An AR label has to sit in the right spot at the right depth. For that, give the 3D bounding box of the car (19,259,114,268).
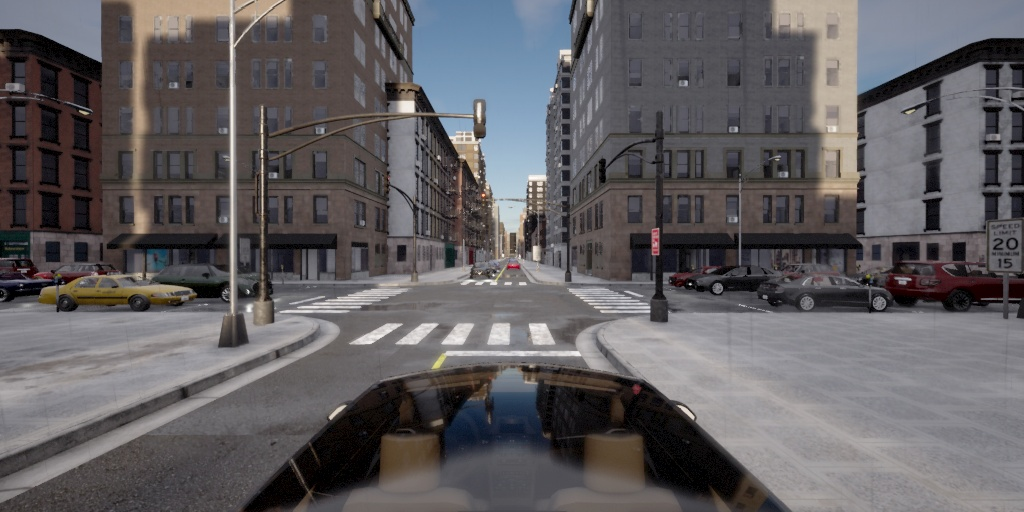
[{"bbox_3d":[-26.353,1.167,21.751,4.097,1.591,1.967,0,0,0],"label":"car"}]

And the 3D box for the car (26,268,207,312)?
[{"bbox_3d":[-14.885,1.294,13.690,4.829,1.417,1.751,0,0,0],"label":"car"}]

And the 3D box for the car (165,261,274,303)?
[{"bbox_3d":[-13.492,1.108,16.259,4.553,1.767,2.097,0,0,-1],"label":"car"}]

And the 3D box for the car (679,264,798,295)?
[{"bbox_3d":[11.918,1.253,19.088,4.892,1.490,1.837,0,0,0],"label":"car"}]

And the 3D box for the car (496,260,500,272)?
[{"bbox_3d":[-2.756,1.306,42.800,2.033,1.411,5.357,0,0,0],"label":"car"}]

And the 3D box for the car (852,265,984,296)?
[{"bbox_3d":[21.400,1.256,19.061,4.892,1.490,1.837,0,0,0],"label":"car"}]

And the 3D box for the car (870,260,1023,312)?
[{"bbox_3d":[17.200,1.091,13.589,5.009,1.841,2.192,0,0,0],"label":"car"}]

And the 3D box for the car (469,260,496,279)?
[{"bbox_3d":[-2.779,1.260,33.003,1.837,1.490,4.892,0,0,0],"label":"car"}]

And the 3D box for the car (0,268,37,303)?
[{"bbox_3d":[-23.369,1.355,16.250,4.718,1.301,1.895,0,0,0],"label":"car"}]

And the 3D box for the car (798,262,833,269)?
[{"bbox_3d":[17.225,1.177,21.614,4.097,1.591,1.967,0,0,0],"label":"car"}]

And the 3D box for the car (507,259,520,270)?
[{"bbox_3d":[0.218,1.328,54.327,1.994,1.385,4.181,0,0,0],"label":"car"}]

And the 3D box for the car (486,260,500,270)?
[{"bbox_3d":[-2.727,1.289,52.702,1.812,1.442,4.674,0,0,1],"label":"car"}]

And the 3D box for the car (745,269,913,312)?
[{"bbox_3d":[11.790,1.325,13.606,4.403,1.370,2.007,0,0,0],"label":"car"}]

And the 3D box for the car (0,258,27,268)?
[{"bbox_3d":[-32.015,1.041,21.769,5.009,1.841,2.192,0,0,0],"label":"car"}]

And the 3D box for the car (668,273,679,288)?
[{"bbox_3d":[11.816,1.281,21.631,4.507,1.381,1.888,0,0,0],"label":"car"}]
